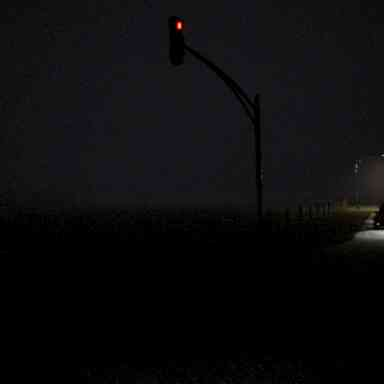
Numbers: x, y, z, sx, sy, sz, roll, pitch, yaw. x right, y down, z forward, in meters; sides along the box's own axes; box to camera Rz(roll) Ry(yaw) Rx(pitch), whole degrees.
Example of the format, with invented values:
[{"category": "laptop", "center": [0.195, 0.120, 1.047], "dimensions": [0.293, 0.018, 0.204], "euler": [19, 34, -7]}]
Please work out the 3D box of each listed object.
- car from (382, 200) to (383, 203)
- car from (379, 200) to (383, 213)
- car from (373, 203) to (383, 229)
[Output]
[{"category": "car", "center": [18.172, 1.652, 30.612], "dimensions": [1.812, 1.442, 4.674], "euler": [-2, -1, 31]}, {"category": "car", "center": [23.292, 1.682, 39.381], "dimensions": [1.812, 1.442, 4.674], "euler": [-2, -1, 31]}, {"category": "car", "center": [13.138, 1.660, 21.953], "dimensions": [1.994, 1.385, 4.181], "euler": [-2, -1, 31]}]
